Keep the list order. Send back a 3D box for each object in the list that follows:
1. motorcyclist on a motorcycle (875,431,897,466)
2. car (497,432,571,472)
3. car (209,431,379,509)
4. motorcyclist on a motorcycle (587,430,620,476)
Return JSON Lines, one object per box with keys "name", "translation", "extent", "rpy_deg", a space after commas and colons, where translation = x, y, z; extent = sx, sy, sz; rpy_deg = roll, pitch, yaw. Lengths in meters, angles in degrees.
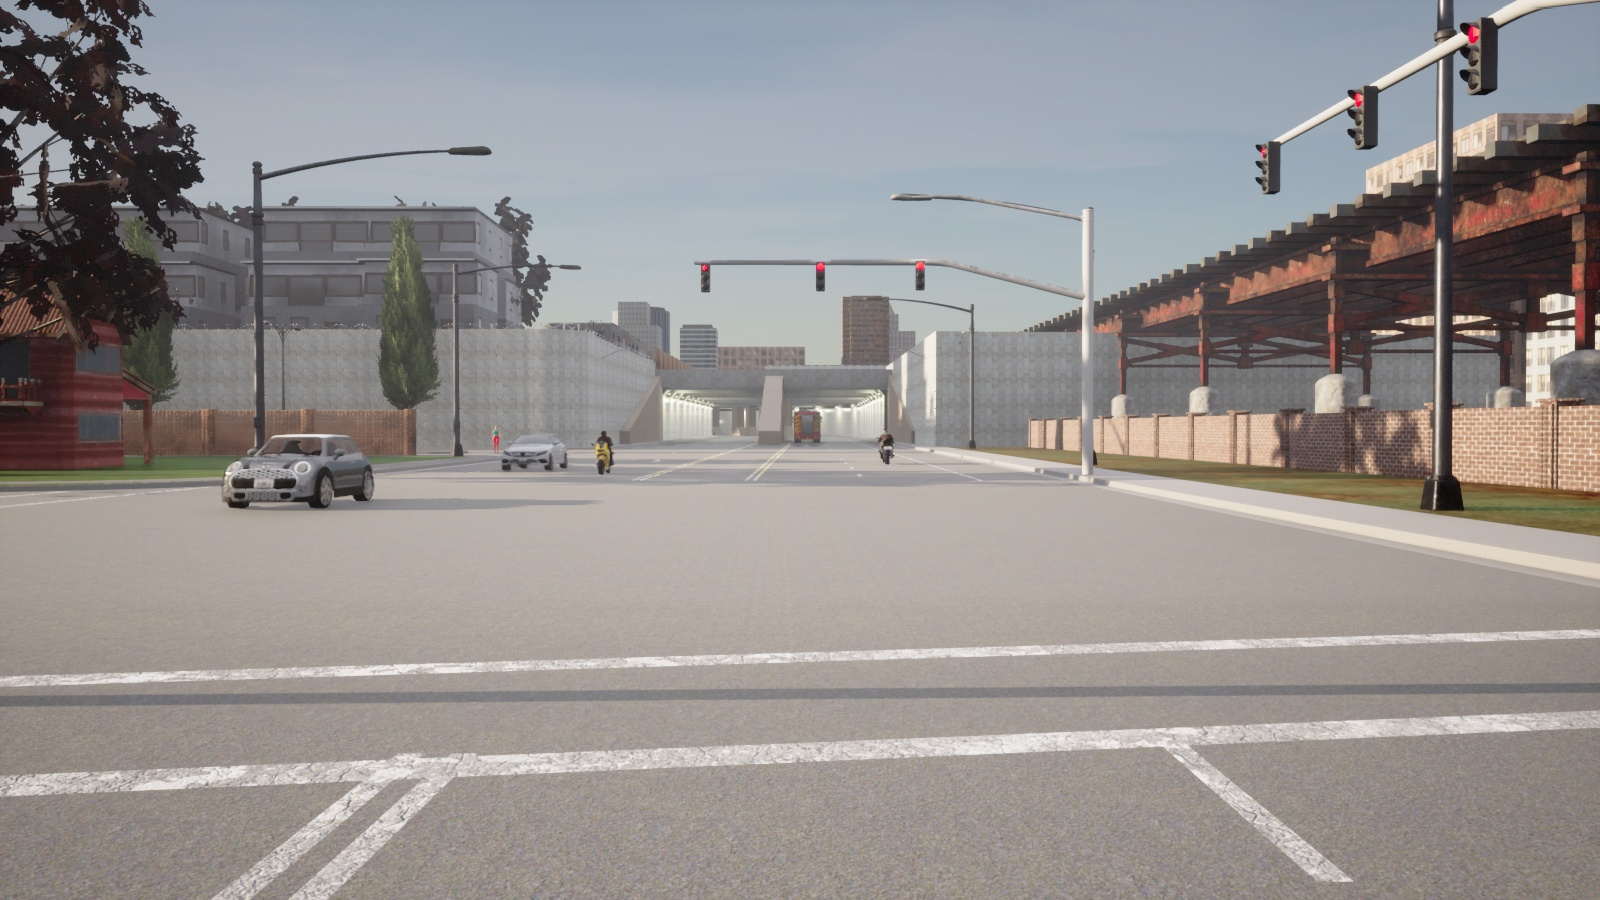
{"name": "motorcyclist on a motorcycle", "translation": [3.829, -0.088, 55.949], "extent": [0.866, 1.530, 2.191], "rpy_deg": [0, 1, 0]}
{"name": "car", "translation": [-10.213, 0.031, 48.524], "extent": [1.812, 1.442, 4.674], "rpy_deg": [0, 1, 0]}
{"name": "car", "translation": [-10.339, 0.356, 25.987], "extent": [1.970, 1.475, 3.806], "rpy_deg": [0, 1, 0]}
{"name": "motorcyclist on a motorcycle", "translation": [-6.742, 0.081, 43.187], "extent": [0.797, 1.523, 2.044], "rpy_deg": [0, 1, 0]}
